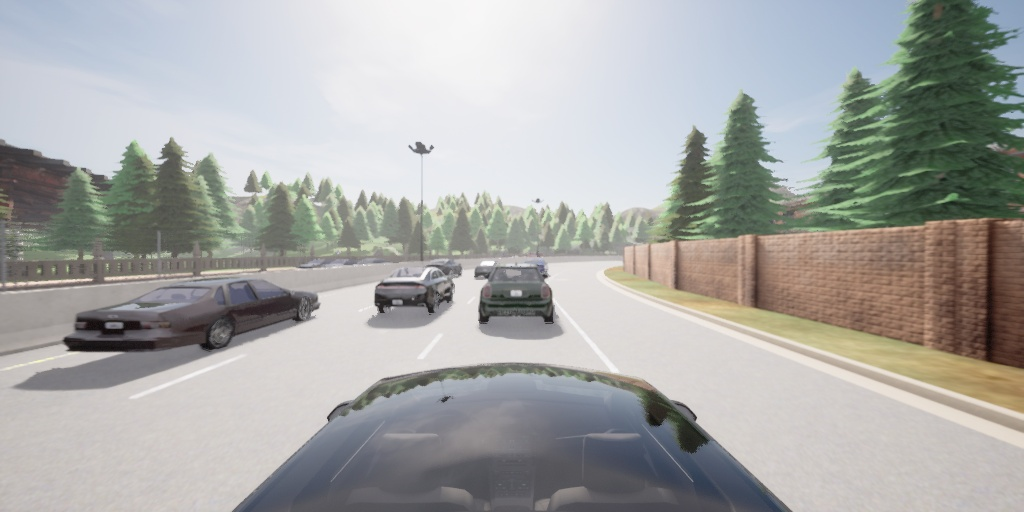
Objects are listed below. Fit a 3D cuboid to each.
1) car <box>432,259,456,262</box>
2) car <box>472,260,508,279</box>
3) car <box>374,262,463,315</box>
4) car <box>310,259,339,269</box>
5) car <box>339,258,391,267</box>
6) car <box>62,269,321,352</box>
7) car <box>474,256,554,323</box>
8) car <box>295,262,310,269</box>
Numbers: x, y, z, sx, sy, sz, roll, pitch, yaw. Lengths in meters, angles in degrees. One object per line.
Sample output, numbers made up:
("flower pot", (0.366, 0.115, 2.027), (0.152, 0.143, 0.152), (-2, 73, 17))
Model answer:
("car", (-5.365, 0.983, 29.011), (1.837, 1.490, 4.892), (0, 1, 9))
("car", (-1.698, 1.037, 29.589), (1.994, 1.385, 4.181), (0, 1, 10))
("car", (-3.335, 1.129, 13.017), (2.128, 1.511, 4.902), (0, 1, 1))
("car", (-15.527, 0.985, 33.105), (2.033, 1.411, 5.357), (0, 1, 11))
("car", (-12.318, 0.935, 31.115), (1.882, 1.535, 5.008), (0, 0, 11))
("car", (-6.894, 1.228, 8.728), (2.033, 1.411, 5.357), (0, 1, 0))
("car", (0.148, 1.002, 11.766), (2.097, 1.767, 4.553), (0, 1, 1))
("car", (-18.651, 0.964, 35.212), (2.033, 1.411, 5.357), (0, 1, 12))
